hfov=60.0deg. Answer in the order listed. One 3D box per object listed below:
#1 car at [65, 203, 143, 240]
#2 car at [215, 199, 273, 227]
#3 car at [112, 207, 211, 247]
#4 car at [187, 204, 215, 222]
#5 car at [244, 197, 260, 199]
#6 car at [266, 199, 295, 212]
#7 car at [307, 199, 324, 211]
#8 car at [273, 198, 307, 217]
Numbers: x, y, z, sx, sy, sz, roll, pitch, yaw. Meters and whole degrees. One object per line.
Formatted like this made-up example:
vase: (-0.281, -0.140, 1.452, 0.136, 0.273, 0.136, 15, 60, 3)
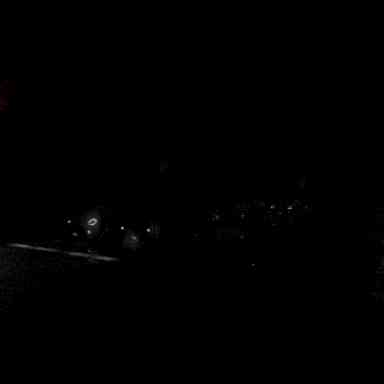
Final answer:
car: (-4.257, 1.385, 17.355, 2.097, 1.767, 4.553, 0, 0, 32)
car: (3.795, 1.504, 23.557, 1.882, 1.535, 5.008, 0, 0, 32)
car: (-1.218, 1.625, 15.612, 1.895, 1.301, 4.718, 0, 0, 32)
car: (0.355, 1.598, 24.665, 1.994, 1.385, 4.181, 0, 0, 32)
car: (5.683, 1.388, 33.097, 2.097, 1.767, 4.553, 0, 0, 32)
car: (11.198, 1.585, 41.777, 2.033, 1.411, 5.357, 0, 0, 33)
car: (14.826, 1.577, 40.946, 2.033, 1.411, 5.357, 0, 0, 33)
car: (9.173, 1.380, 32.067, 2.097, 1.767, 4.553, 0, 0, 32)
